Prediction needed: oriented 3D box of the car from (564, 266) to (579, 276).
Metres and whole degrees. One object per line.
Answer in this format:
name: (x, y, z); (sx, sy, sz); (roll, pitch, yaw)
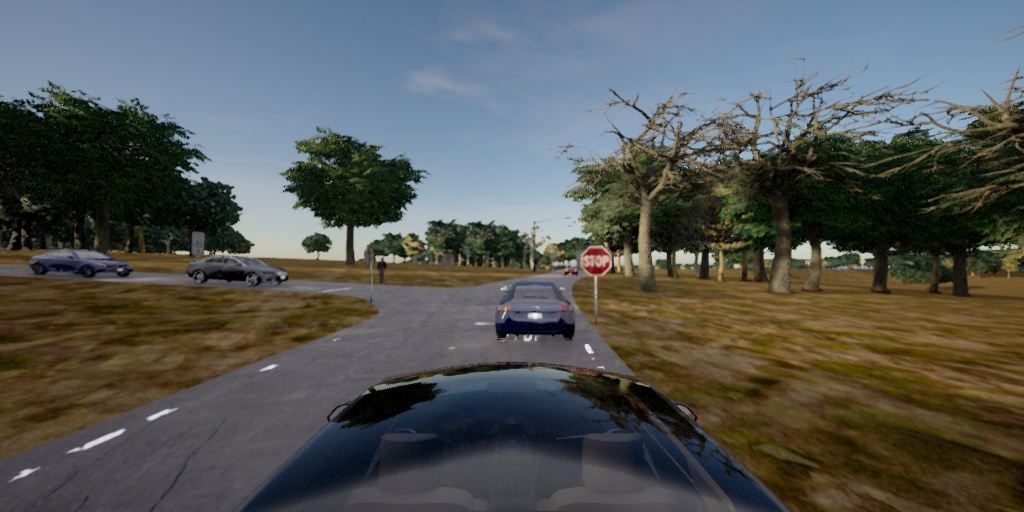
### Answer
car: (8.592, 2.135, 51.217); (1.895, 1.301, 4.718); (0, -1, 14)

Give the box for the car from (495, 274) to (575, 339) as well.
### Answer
car: (0.611, 1.373, 10.285); (1.994, 1.385, 4.181); (0, -1, 2)

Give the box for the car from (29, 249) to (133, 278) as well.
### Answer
car: (-23.664, 0.380, 19.730); (4.674, 1.442, 1.812); (3, -1, 4)

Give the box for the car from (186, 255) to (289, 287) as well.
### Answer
car: (-14.383, 0.752, 18.937); (4.902, 1.511, 2.128); (3, -1, 5)

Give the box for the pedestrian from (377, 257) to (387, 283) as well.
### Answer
pedestrian: (-8.996, 0.944, 24.837); (0.375, 1.860, 0.375); (0, -4, 5)
